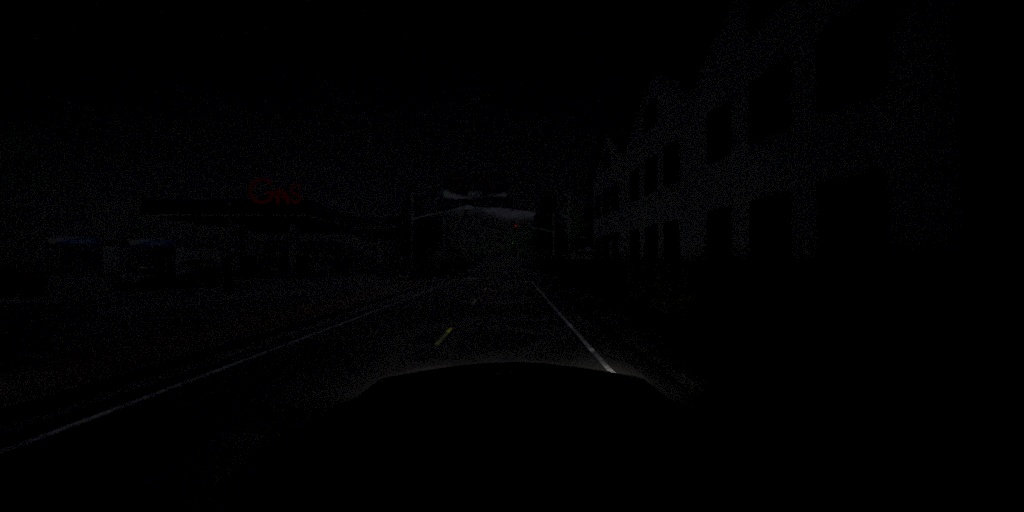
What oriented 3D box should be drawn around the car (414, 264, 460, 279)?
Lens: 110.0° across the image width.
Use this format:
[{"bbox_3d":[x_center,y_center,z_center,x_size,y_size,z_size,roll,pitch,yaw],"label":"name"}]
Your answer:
[{"bbox_3d":[-8.047,1.611,38.451,4.892,1.490,1.837,-1,-2,1],"label":"car"}]
